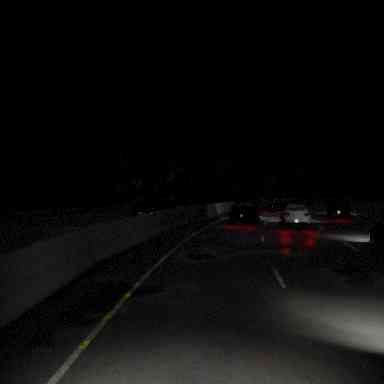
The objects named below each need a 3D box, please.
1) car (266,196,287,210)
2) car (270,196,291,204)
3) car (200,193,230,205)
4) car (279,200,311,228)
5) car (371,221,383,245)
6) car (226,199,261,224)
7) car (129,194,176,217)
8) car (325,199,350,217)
[{"bbox_3d":[10.493,1.454,40.900,2.128,1.511,4.902,0,0,27],"label":"car"},{"bbox_3d":[16.911,1.481,63.219,1.882,1.535,5.008,0,0,40],"label":"car"},{"bbox_3d":[3.922,1.213,51.106,2.150,2.045,5.566,0,-1,31],"label":"car"},{"bbox_3d":[6.903,1.501,22.249,1.812,1.442,4.674,0,0,15],"label":"car"},{"bbox_3d":[8.294,1.520,12.310,1.812,1.442,4.674,0,0,9],"label":"car"},{"bbox_3d":[4.032,1.450,24.957,1.882,1.535,5.008,0,0,16],"label":"car"},{"bbox_3d":[-2.974,1.193,26.699,2.150,2.045,5.566,0,0,17],"label":"car"},{"bbox_3d":[13.538,1.464,30.906,1.837,1.490,4.892,0,0,21],"label":"car"}]
